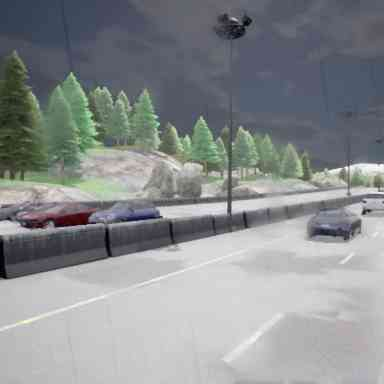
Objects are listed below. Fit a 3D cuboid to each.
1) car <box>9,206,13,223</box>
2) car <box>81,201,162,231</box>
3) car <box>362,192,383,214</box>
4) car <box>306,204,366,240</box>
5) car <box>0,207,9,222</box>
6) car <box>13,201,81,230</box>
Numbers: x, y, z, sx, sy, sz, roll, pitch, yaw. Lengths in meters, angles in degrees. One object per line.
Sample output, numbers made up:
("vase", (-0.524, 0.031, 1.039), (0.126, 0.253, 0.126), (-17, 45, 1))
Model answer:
("car", (-9.793, 1.493, 23.451), (1.837, 1.490, 4.892), (0, 0, 35))
("car", (-3.871, 1.337, 19.701), (2.097, 1.767, 4.553), (0, 0, 35))
("car", (17.519, 1.029, 31.400), (2.150, 2.045, 5.566), (0, 0, 34))
("car", (7.350, 1.526, 17.037), (1.994, 1.385, 4.181), (0, 0, 35))
("car", (-12.583, 1.479, 25.567), (2.128, 1.511, 4.902), (0, 0, 35))
("car", (-7.757, 1.469, 20.268), (1.882, 1.535, 5.008), (0, 0, 35))
